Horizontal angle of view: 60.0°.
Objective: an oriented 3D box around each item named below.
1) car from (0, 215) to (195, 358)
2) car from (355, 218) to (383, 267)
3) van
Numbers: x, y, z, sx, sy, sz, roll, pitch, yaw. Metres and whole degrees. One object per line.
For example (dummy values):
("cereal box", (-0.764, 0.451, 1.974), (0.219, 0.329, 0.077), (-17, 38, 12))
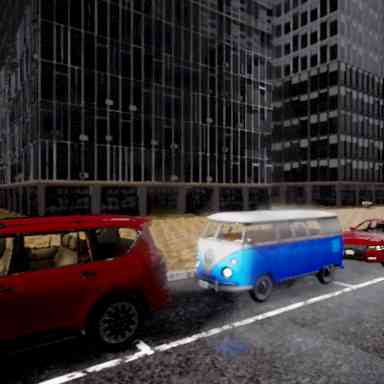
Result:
("car", (-2.660, 1.315, 4.665), (5.009, 1.841, 2.192), (0, 0, -36))
("car", (6.553, 1.557, 11.270), (4.507, 1.381, 1.887), (0, 0, -36))
("van", (1.947, 1.348, 7.968), (3.998, 1.788, 1.690), (0, 0, -36))
